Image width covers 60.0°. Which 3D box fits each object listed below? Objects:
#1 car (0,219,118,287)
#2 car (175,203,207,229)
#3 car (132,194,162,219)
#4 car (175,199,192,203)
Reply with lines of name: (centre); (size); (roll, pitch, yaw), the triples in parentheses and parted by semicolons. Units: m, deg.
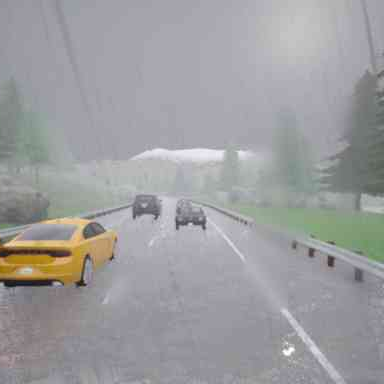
car: (-3.422, 1.477, 9.338); (1.882, 1.535, 5.008); (0, 0, 0)
car: (-0.130, 1.600, 21.563); (1.895, 1.301, 4.718); (0, 0, -2)
car: (-3.879, 1.221, 29.162); (2.150, 2.045, 5.566); (0, 0, -2)
car: (-1.000, 1.546, 40.253); (2.033, 1.411, 5.357); (0, 0, -4)
